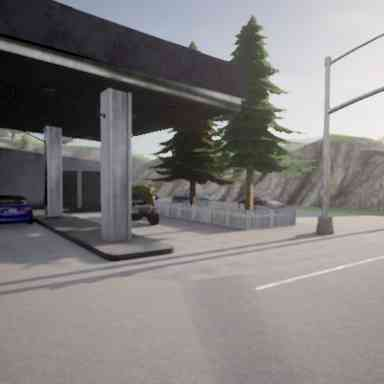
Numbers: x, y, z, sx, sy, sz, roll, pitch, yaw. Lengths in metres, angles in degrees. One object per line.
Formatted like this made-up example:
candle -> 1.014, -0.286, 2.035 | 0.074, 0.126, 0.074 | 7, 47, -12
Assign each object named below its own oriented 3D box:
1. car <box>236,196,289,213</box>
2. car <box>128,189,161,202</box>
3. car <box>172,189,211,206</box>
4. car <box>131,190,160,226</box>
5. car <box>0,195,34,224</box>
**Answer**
car -> 5.325, 0.984, 25.366 | 1.994, 1.385, 4.181 | -1, 2, -34
car -> -6.079, 0.391, 41.962 | 2.033, 1.411, 5.357 | -1, 2, -34
car -> -0.065, 0.500, 33.203 | 2.097, 1.767, 4.553 | -1, 2, -35
car -> -3.486, 0.876, 18.889 | 1.905, 1.878, 3.866 | -1, 2, -35
car -> -10.613, 0.990, 19.185 | 2.242, 1.667, 4.611 | -1, 2, -35
